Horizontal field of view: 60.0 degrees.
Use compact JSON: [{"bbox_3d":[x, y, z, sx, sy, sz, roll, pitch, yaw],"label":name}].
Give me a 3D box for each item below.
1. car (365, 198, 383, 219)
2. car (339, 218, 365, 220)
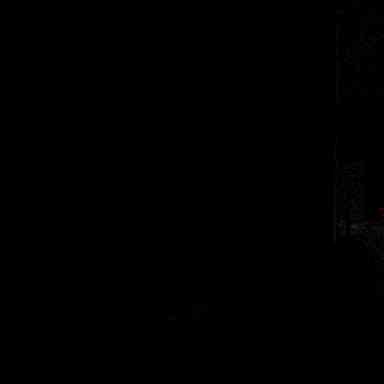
[{"bbox_3d":[16.746,1.522,29.587,2.150,2.045,5.566,2,-1,-33],"label":"car"},{"bbox_3d":[12.553,1.702,30.420,1.882,1.535,5.008,2,-1,-36],"label":"car"}]
